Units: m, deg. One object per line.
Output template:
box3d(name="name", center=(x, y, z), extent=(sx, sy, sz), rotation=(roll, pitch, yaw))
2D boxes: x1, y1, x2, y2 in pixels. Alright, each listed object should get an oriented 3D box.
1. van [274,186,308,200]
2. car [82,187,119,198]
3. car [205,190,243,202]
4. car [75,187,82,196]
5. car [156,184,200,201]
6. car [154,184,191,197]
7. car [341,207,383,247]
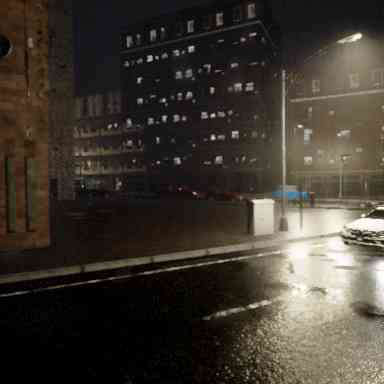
box3d(name="van", center=(12.316, 0.113, 41.265), extent=(3.998, 1.788, 1.690), rotation=(1, 1, 26))
box3d(name="car", center=(-11.699, 0.052, 43.729), extent=(4.507, 1.381, 1.887), rotation=(1, 1, 26))
box3d(name="car", center=(3.469, 0.445, 36.278), extent=(4.206, 1.307, 1.802), rotation=(1, 1, 26))
box3d(name="car", center=(-15.016, -0.064, 48.287), extent=(4.718, 1.301, 1.895), rotation=(1, 2, 27))
box3d(name="car", center=(-1.581, 0.061, 38.758), extent=(5.009, 1.841, 2.192), rotation=(1, 1, 26))
box3d(name="car", center=(-2.847, -0.265, 48.713), extent=(5.009, 1.841, 2.192), rotation=(1, 1, 26))
box3d(name="car", center=(7.598, 1.277, 12.482), extent=(4.674, 1.442, 1.812), rotation=(-1, 1, -33))
